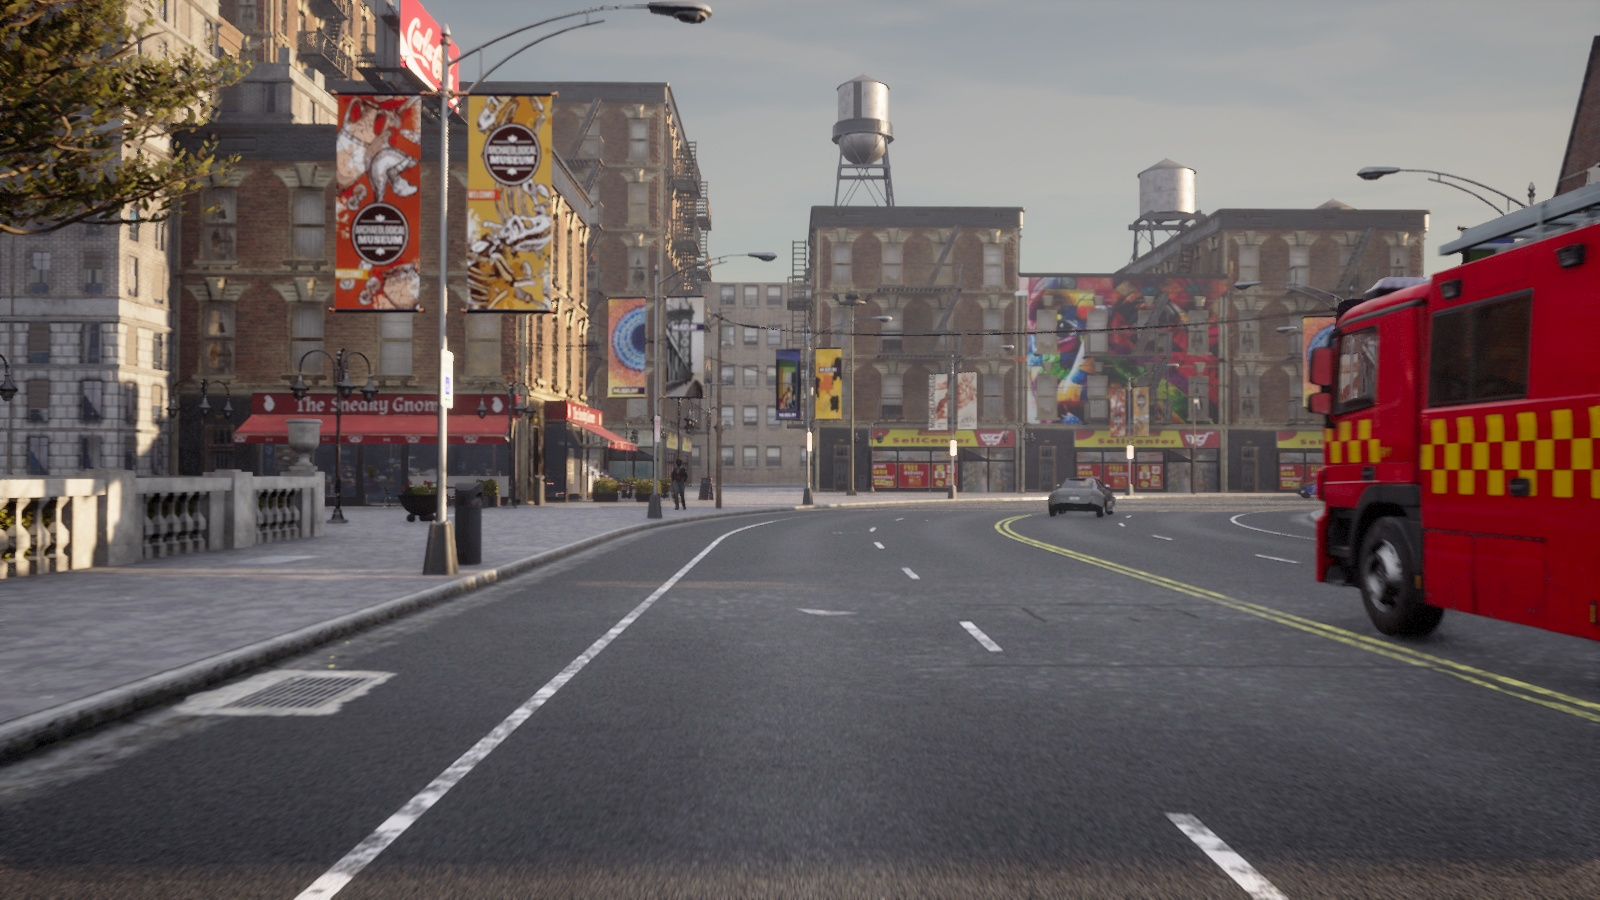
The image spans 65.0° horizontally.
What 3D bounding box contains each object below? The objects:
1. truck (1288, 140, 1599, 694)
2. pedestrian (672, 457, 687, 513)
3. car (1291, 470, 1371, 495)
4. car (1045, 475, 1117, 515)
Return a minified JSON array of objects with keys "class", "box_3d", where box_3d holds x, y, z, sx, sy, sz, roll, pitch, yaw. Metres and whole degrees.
[{"class":"truck","box_3d":[6.972,-0.212,9.914,2.891,3.827,8.468,0,-1,0]},{"class":"pedestrian","box_3d":[-4.263,1.231,44.349,0.402,1.930,0.666,0,-1,7]},{"class":"car","box_3d":[32.085,1.970,75.858,4.193,1.474,1.816,0,-1,-15]},{"class":"car","box_3d":[10.255,1.601,45.616,1.994,1.385,4.181,-1,-1,20]}]
